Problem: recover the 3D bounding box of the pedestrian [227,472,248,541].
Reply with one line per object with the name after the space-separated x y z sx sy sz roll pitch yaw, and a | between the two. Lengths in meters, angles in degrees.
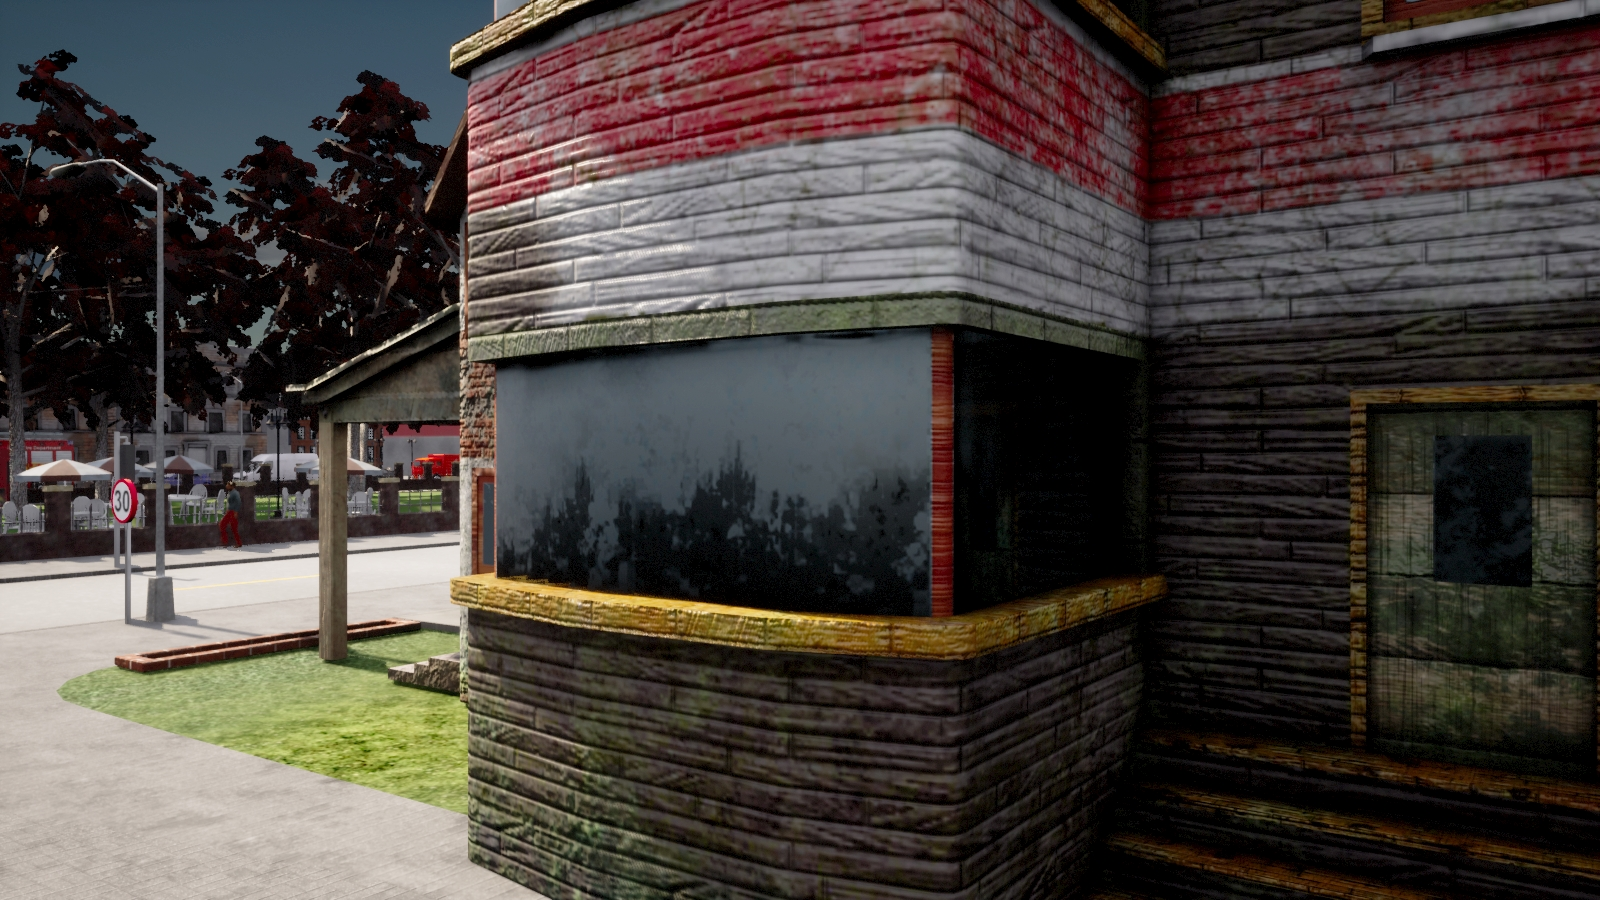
-15.195 1.517 30.881 0.375 1.860 0.375 0 0 36 | pedestrian
